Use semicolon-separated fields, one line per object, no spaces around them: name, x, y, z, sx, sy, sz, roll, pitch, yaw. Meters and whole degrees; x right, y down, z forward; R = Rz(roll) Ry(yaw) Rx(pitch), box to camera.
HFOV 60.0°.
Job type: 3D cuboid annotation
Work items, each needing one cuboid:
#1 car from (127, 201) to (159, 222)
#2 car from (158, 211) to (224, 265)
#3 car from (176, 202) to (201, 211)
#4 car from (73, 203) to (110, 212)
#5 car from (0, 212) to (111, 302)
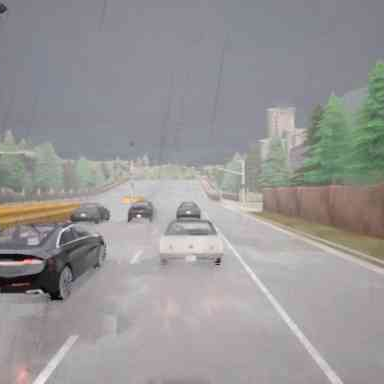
car;-3.761;1.439;25.720;1.837;1.490;4.892;0;0;-1
car;-0.052;1.571;11.530;1.895;1.301;4.718;0;0;-1
car;-0.283;1.496;27.157;1.994;1.385;4.181;0;0;-1
car;-7.239;1.500;24.048;1.994;1.385;4.181;0;0;-1
car;-3.508;1.469;8.204;2.128;1.511;4.902;0;0;-1
